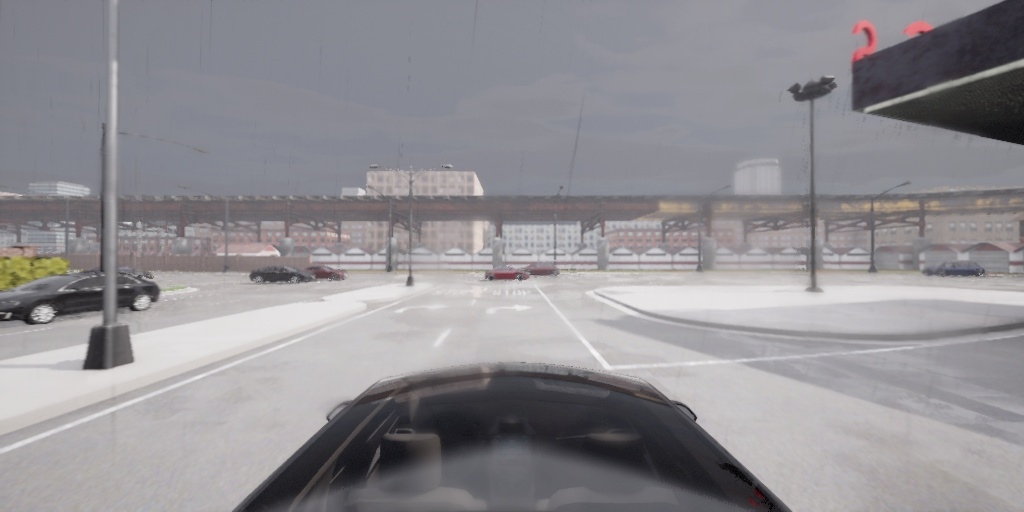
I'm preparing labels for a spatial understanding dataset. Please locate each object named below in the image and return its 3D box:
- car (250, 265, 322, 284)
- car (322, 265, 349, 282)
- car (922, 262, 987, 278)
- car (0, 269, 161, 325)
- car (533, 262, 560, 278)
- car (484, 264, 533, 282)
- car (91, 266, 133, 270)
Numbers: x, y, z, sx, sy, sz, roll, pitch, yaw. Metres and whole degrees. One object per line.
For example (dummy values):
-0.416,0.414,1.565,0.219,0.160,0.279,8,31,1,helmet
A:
-18.811,1.532,29.579,4.892,1.490,1.837,0,-1,0,car
-17.550,1.587,33.076,4.674,1.442,1.812,0,-1,0,car
49.508,1.485,40.297,4.553,1.767,2.097,0,0,19,car
-15.058,1.360,12.351,1.837,1.490,4.892,0,-1,1,car
3.023,1.483,40.197,4.553,1.767,2.097,0,-1,0,car
-0.466,1.625,33.007,4.181,1.385,1.994,0,-1,0,car
-36.594,1.609,33.162,5.357,1.411,2.033,0,-1,1,car
